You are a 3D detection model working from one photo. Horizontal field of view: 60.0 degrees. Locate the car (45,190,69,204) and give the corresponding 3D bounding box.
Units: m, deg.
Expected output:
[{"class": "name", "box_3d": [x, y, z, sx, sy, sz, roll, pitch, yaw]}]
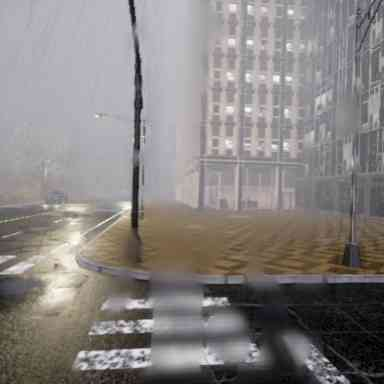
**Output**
[{"class": "car", "box_3d": [-20.510, 0.769, 50.763, 2.150, 2.045, 5.566, 2, 0, -6]}]
